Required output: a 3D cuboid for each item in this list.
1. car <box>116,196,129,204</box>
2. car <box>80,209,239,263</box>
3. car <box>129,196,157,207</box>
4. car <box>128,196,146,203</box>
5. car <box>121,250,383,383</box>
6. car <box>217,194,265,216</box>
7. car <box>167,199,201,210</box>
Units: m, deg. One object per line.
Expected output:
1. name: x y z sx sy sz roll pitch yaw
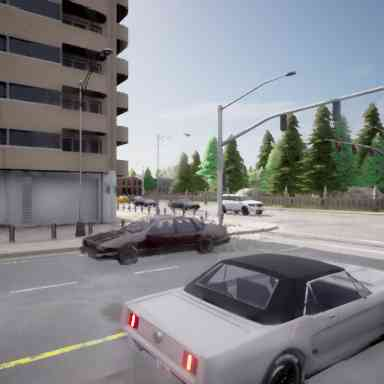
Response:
1. car: -14.180 1.530 67.183 1.882 1.535 5.008 0 0 -36
2. car: -1.078 1.547 11.805 5.357 1.411 2.033 0 0 -35
3. car: -7.253 1.600 51.245 2.033 1.411 5.357 0 0 -36
4. car: -11.564 1.577 69.531 1.812 1.442 4.674 0 0 -36
5. car: 1.516 1.600 4.858 4.718 1.301 1.895 0 0 -35
6. car: 4.933 1.275 34.252 2.150 2.045 5.566 0 0 -36
7. car: -1.127 1.600 42.683 2.033 1.411 5.357 0 0 -36
